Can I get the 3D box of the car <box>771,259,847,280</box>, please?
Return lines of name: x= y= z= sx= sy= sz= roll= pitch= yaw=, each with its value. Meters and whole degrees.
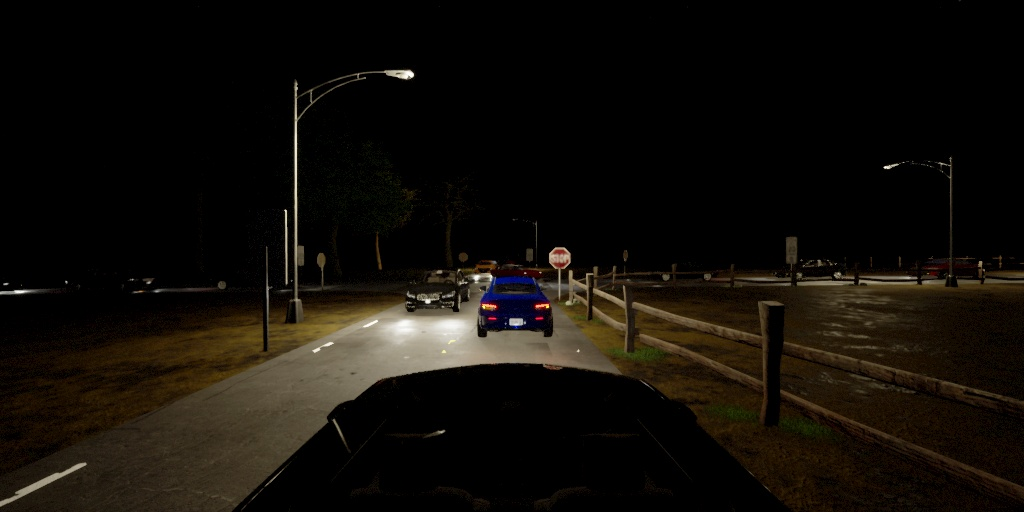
car: x=22.254 y=0.974 z=26.928 sx=4.892 sy=1.490 sz=1.837 roll=-1 pitch=1 yaw=0

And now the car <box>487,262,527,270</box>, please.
car: x=0.313 y=1.351 z=28.330 sx=1.895 sy=1.301 sz=4.718 roll=0 pitch=0 yaw=-36

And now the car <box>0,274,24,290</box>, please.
car: x=-36.021 y=1.732 z=24.178 sx=4.181 sy=1.385 sz=1.994 roll=-1 pitch=1 yaw=1

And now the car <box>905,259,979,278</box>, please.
car: x=32.342 y=0.915 z=26.898 sx=4.181 sy=1.385 sz=1.994 roll=-1 pitch=1 yaw=0

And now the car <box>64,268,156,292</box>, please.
car: x=-26.900 y=1.556 z=24.136 sx=4.902 sy=1.511 sz=2.128 roll=-1 pitch=1 yaw=0

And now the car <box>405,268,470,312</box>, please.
car: x=-2.783 y=1.265 z=14.256 sx=1.837 sy=1.490 sz=4.892 roll=0 pitch=0 yaw=0

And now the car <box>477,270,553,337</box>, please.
car: x=0.052 y=1.277 z=10.129 sx=1.812 sy=1.442 sz=4.674 roll=0 pitch=0 yaw=-1

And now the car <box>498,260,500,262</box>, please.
car: x=-2.963 y=1.358 z=52.146 sx=2.033 sy=1.411 sz=5.357 roll=0 pitch=0 yaw=0

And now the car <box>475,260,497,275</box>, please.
car: x=-2.978 y=1.257 z=39.878 sx=1.882 sy=1.535 sz=5.008 roll=0 pitch=0 yaw=1

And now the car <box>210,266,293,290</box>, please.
car: x=-17.335 y=1.436 z=24.136 sx=5.008 sy=1.535 sz=1.882 roll=-1 pitch=1 yaw=0

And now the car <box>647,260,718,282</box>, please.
car: x=12.733 y=1.060 z=26.920 sx=5.008 sy=1.535 sz=1.882 roll=-1 pitch=1 yaw=-1
